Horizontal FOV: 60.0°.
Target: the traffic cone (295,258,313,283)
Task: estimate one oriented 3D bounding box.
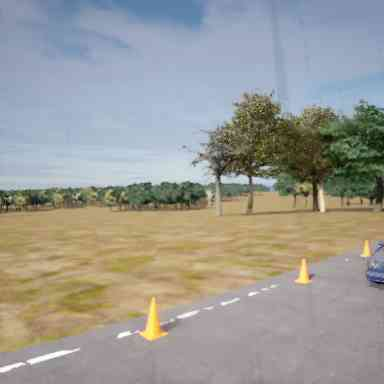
[{"bbox_3d":[2.895,2.010,8.594,0.340,0.580,0.340,0,-1,-45],"label":"traffic cone"}]

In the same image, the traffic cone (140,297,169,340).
[{"bbox_3d":[-0.610,1.995,5.349,0.340,0.580,0.340,0,-1,-40],"label":"traffic cone"}]

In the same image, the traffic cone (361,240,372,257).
[{"bbox_3d":[6.362,2.039,12.109,0.340,0.580,0.340,-1,-1,44],"label":"traffic cone"}]

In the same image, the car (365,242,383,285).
[{"bbox_3d":[6.429,1.589,8.938,2.033,1.411,5.357,-1,-1,45],"label":"car"}]
